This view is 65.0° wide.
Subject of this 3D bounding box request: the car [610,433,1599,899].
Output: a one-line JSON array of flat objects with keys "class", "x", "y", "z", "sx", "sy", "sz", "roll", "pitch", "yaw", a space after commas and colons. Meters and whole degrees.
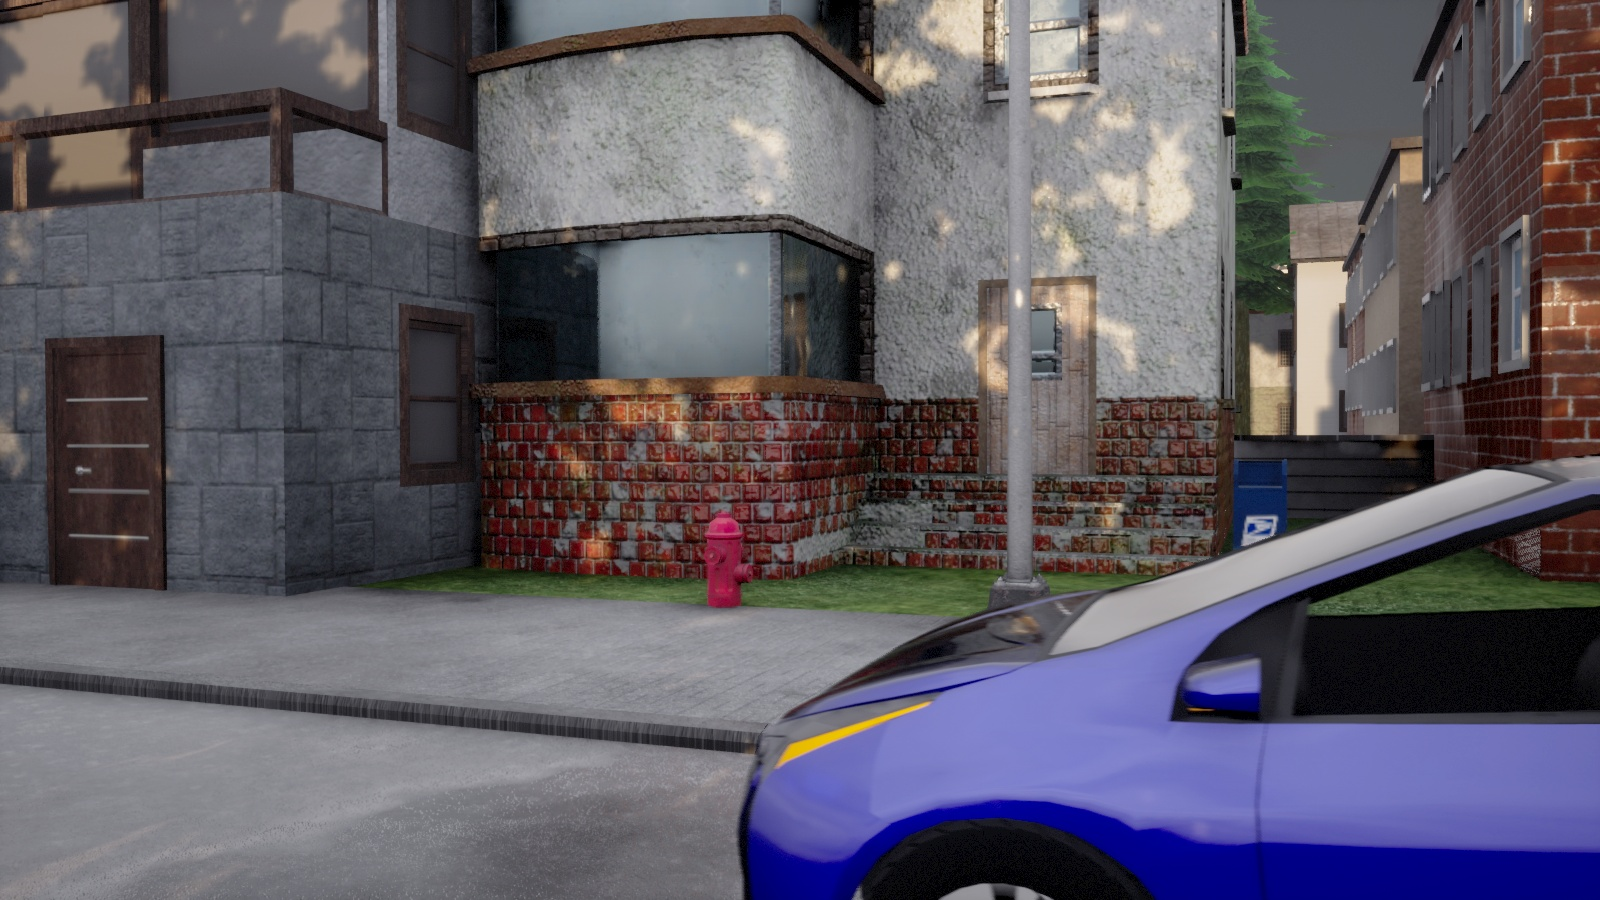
[{"class": "car", "x": 2.024, "y": 0.732, "z": 3.070, "sx": 4.514, "sy": 1.525, "sz": 2.007, "roll": 1, "pitch": 1, "yaw": 21}]
